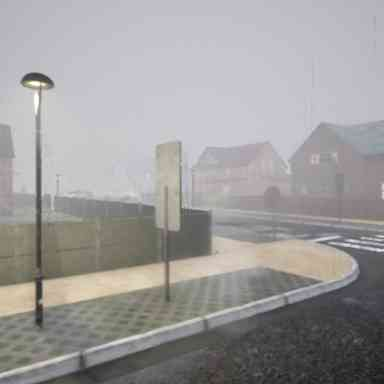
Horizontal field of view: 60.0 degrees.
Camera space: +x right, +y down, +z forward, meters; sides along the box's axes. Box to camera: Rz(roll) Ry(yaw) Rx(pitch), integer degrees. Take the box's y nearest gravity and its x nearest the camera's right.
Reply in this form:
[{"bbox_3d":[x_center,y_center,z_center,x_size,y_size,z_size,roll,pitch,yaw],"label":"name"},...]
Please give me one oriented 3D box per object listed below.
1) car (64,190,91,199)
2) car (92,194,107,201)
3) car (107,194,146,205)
[{"bbox_3d":[-16.792,0.720,47.953,2.150,2.045,5.566,-1,1,-34],"label":"car"},{"bbox_3d":[-11.717,1.016,45.481,1.994,1.385,4.181,-1,1,-34],"label":"car"},{"bbox_3d":[-6.061,1.117,32.023,2.128,1.511,4.902,-1,1,-34],"label":"car"}]
